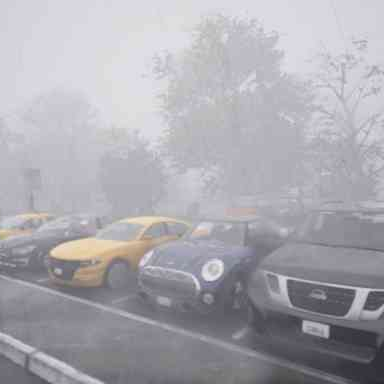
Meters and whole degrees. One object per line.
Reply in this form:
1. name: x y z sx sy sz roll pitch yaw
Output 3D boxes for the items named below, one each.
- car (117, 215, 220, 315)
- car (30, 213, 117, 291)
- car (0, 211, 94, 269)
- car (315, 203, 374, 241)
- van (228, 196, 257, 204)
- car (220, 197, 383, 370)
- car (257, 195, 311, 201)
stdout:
1. car: 0.802 1.343 7.732 2.185 1.767 4.553 0 0 36
2. car: -1.473 1.464 9.325 2.097 1.535 5.008 0 0 36
3. car: -3.730 1.469 10.934 2.231 1.521 4.892 0 0 36
4. car: 8.448 1.465 18.079 1.946 1.575 5.366 0 0 36
5. van: 4.016 1.242 21.613 1.878 1.987 4.442 0 0 36
6. car: 3.024 1.226 6.073 2.435 2.045 5.566 0 0 36
7. car: 6.318 1.211 19.860 2.435 2.045 5.566 0 0 36
